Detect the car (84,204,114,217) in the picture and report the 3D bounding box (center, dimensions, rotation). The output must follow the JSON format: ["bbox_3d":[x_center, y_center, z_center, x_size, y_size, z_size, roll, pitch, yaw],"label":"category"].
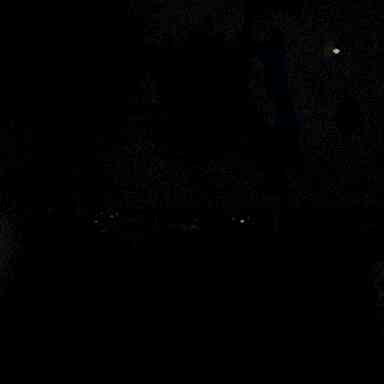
[{"bbox_3d":[-11.687,2.241,41.532,2.033,1.411,5.357,0,-1,-35],"label":"car"}]

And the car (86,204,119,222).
[{"bbox_3d":[-8.623,2.011,32.020,1.837,1.490,4.892,0,-1,-35],"label":"car"}]

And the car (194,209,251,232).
[{"bbox_3d":[1.939,1.802,22.054,1.994,1.385,4.181,0,-1,-35],"label":"car"}]

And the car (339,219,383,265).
[{"bbox_3d":[6.909,1.533,9.806,2.128,1.511,4.902,0,-1,-35],"label":"car"}]
